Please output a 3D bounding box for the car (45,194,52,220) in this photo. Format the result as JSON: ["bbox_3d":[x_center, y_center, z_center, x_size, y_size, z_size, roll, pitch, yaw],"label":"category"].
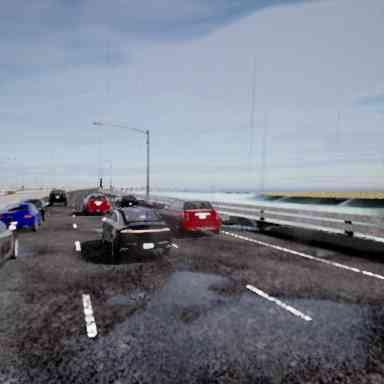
[{"bbox_3d":[-11.361,1.177,23.709,1.882,1.535,5.008,0,1,-20],"label":"car"}]

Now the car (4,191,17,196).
[{"bbox_3d":[-37.091,0.560,68.157,1.882,1.535,5.008,0,1,-19],"label":"car"}]

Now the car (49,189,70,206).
[{"bbox_3d":[-16.776,0.682,41.834,2.150,2.045,5.566,0,1,-20],"label":"car"}]

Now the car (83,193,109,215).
[{"bbox_3d":[-8.373,0.977,29.123,2.097,1.767,4.553,0,1,-20],"label":"car"}]

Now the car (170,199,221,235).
[{"bbox_3d":[-0.260,1.130,17.101,2.097,1.767,4.553,0,1,-20],"label":"car"}]

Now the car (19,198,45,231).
[{"bbox_3d":[-9.307,1.298,18.082,1.812,1.442,4.674,0,1,-20],"label":"car"}]

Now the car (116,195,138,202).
[{"bbox_3d":[-7.007,1.013,35.650,1.882,1.535,5.008,0,1,-20],"label":"car"}]

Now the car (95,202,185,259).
[{"bbox_3d":[-2.127,1.337,12.045,2.128,1.511,4.902,0,1,-20],"label":"car"}]

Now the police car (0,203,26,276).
[{"bbox_3d":[-5.896,1.316,8.814,1.930,1.638,5.238,0,1,-20],"label":"police car"}]

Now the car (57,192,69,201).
[{"bbox_3d":[-22.251,0.777,57.373,1.812,1.442,4.674,0,1,-19],"label":"car"}]
